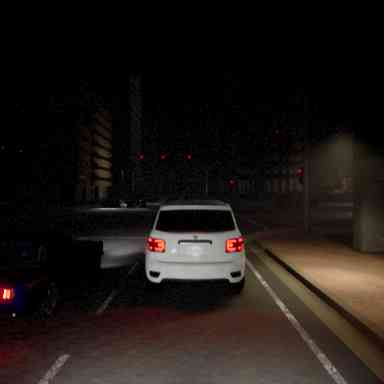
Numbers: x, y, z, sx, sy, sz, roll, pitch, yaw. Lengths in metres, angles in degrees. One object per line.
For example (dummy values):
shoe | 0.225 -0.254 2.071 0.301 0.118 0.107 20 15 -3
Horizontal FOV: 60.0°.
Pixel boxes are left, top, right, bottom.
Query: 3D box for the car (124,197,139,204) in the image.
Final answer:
car | -11.405 1.558 62.973 1.895 1.301 4.718 0 0 0

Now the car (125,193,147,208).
car | -7.893 1.190 47.555 2.150 2.045 5.566 0 0 0

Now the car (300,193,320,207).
car | 16.145 1.124 47.094 1.905 1.878 3.866 0 0 0

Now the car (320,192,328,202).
car | 30.174 1.099 79.723 1.932 1.855 4.605 0 0 0

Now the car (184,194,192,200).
car | -0.962 1.245 85.852 1.882 1.535 5.008 0 0 0

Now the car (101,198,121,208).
car | -11.386 1.532 46.912 1.994 1.385 4.181 0 0 0

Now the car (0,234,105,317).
car | -3.417 1.596 7.376 1.895 1.301 4.718 0 0 1

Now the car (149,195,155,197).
car | -7.890 1.432 67.158 1.882 1.535 5.008 0 0 0

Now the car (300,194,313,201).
car | 27.491 1.309 79.671 1.784 1.438 3.905 0 0 0

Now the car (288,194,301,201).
car | 24.596 1.341 79.670 1.970 1.475 3.806 0 0 0

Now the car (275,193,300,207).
car | 13.251 1.121 47.147 1.932 1.855 4.605 0 0 0

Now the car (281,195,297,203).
car | 18.839 1.351 64.564 1.970 1.475 3.806 0 0 0

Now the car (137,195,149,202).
car | -11.431 1.475 78.404 2.033 1.411 5.357 0 0 0

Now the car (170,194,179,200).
car | -4.462 1.320 85.837 1.994 1.385 4.181 0 0 0

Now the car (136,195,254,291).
car | 0.096 1.215 9.126 2.150 2.045 5.566 0 0 1
